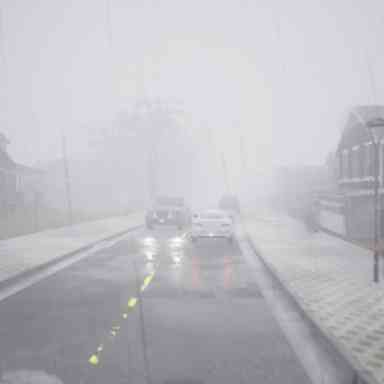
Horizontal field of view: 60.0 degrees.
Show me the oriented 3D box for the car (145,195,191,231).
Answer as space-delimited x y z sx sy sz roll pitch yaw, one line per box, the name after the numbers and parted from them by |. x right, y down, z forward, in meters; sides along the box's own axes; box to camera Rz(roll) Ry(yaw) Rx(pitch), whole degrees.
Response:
-1.335 1.246 21.163 2.150 2.045 5.566 0 0 7 | car

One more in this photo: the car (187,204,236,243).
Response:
1.030 1.551 16.246 1.812 1.442 4.674 0 0 6 | car

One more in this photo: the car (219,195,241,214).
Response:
4.367 1.323 37.860 2.150 2.045 5.566 0 0 11 | car
